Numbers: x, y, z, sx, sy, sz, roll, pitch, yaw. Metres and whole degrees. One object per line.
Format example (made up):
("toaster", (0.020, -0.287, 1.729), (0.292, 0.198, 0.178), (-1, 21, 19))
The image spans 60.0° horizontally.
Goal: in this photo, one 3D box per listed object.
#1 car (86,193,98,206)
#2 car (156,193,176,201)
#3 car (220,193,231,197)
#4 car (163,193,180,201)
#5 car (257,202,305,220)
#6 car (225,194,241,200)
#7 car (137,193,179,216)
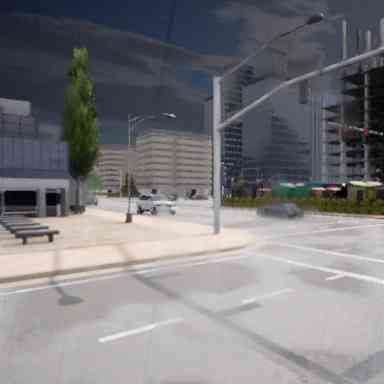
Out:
("car", (-16.774, 1.241, 53.321), (2.150, 2.045, 5.566), (0, 0, -33))
("car", (-6.580, 1.162, 83.228), (4.605, 1.855, 1.932), (0, 0, -34))
("car", (6.092, 1.155, 64.615), (3.866, 1.878, 1.905), (0, 0, -34))
("car", (-4.994, 1.163, 80.807), (3.866, 1.878, 1.905), (0, 0, -34))
("car", (7.591, 1.560, 28.623), (1.994, 1.385, 4.181), (0, 0, -33))
("car", (10.961, 1.392, 88.413), (3.806, 1.475, 1.970), (0, 0, -34))
("car", (-3.547, 1.225, 32.647), (2.150, 2.045, 5.566), (0, 0, -33))
